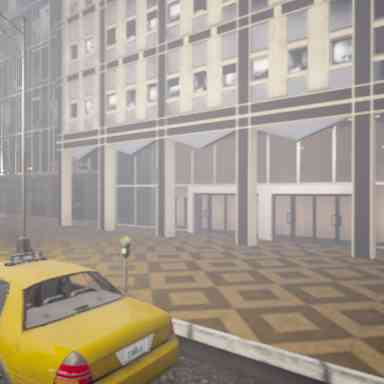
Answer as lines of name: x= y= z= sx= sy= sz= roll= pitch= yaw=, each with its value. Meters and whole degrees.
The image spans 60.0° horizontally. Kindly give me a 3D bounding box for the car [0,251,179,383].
car: x=-2.433 y=1.508 z=4.611 sx=4.829 sy=1.417 sz=1.752 roll=0 pitch=0 yaw=36
